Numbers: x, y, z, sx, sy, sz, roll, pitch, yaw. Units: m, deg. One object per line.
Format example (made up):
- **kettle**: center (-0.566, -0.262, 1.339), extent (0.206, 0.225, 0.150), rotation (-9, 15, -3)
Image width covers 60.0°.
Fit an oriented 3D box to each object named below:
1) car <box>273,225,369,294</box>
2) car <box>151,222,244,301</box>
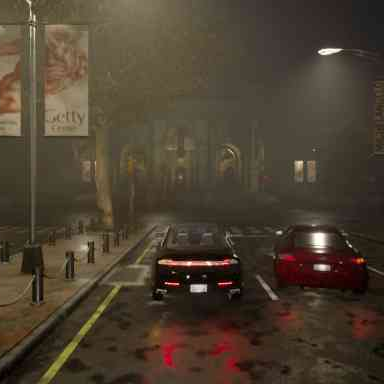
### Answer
- **car**: center (3.252, 1.564, 8.967), extent (1.994, 1.385, 4.181), rotation (0, 0, 14)
- **car**: center (0.080, 1.492, 8.316), extent (2.128, 1.511, 4.902), rotation (0, 0, -1)
